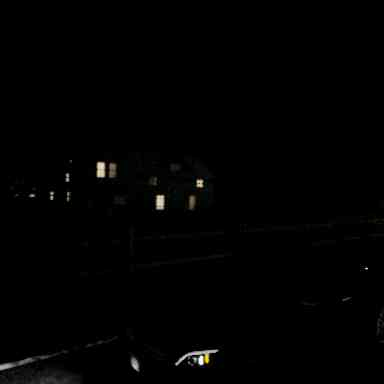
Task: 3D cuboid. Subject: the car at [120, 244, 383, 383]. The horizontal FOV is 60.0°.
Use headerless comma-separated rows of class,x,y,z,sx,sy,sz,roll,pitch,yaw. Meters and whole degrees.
car,1.291,1.571,4.890,4.674,1.442,1.812,1,0,-36
